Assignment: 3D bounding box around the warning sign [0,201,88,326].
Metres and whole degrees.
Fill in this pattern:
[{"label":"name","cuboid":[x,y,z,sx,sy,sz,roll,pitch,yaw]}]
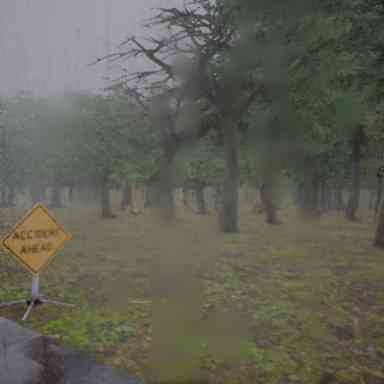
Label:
[{"label":"warning sign","cuboid":[-2.774,1.121,5.938,1.060,1.860,1.300,2,0,35]}]
